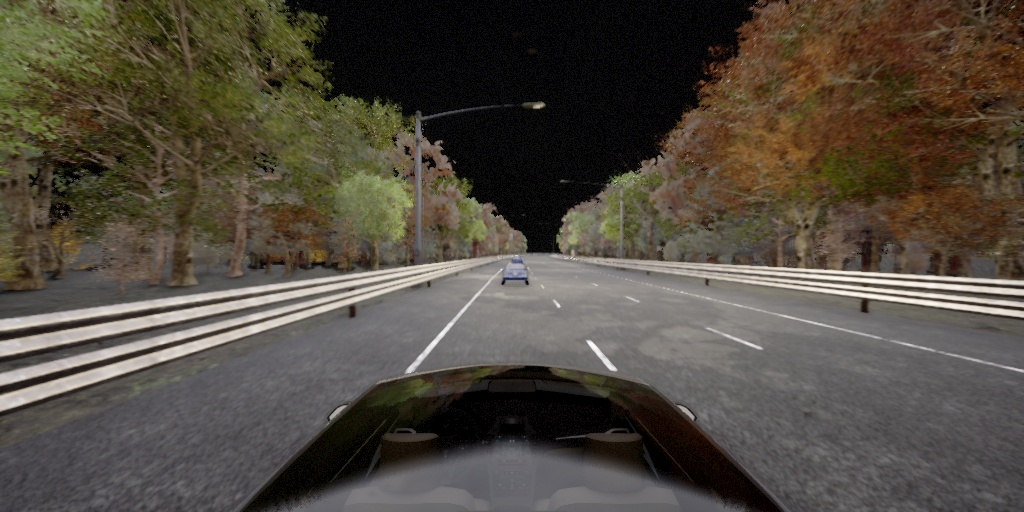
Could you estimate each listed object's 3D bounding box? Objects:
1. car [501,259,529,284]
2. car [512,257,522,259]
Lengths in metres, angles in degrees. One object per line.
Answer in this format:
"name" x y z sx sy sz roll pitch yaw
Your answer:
"car" 0.229 1.132 24.937 2.033 1.411 5.357 0 0 1
"car" 0.790 0.821 58.374 1.882 1.535 5.008 0 1 2
